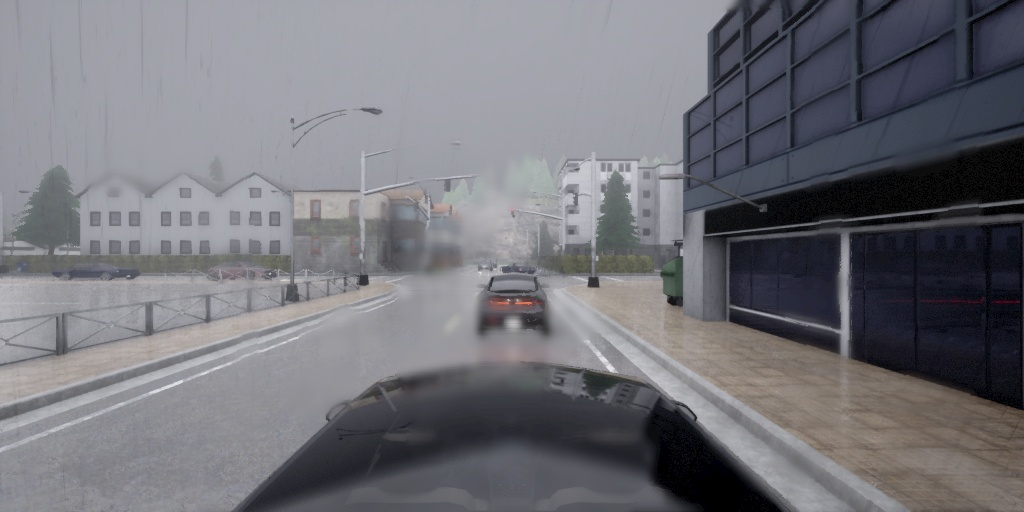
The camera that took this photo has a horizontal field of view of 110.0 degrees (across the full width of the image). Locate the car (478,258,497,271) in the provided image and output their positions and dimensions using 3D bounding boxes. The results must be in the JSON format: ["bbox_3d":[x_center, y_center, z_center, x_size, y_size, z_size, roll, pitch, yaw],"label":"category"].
[{"bbox_3d":[-3.509,1.241,48.334,2.128,1.511,4.902,0,0,0],"label":"car"}]

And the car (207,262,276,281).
[{"bbox_3d":[-19.885,1.138,26.526,4.181,1.385,1.994,0,0,0],"label":"car"}]

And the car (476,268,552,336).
[{"bbox_3d":[0.069,1.255,10.365,1.837,1.490,4.892,0,0,1],"label":"car"}]

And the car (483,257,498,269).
[{"bbox_3d":[-3.483,1.102,58.358,2.097,1.767,4.553,0,0,0],"label":"car"}]

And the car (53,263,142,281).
[{"bbox_3d":[-30.587,1.174,26.576,4.718,1.301,1.895,0,0,0],"label":"car"}]

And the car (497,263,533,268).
[{"bbox_3d":[0.503,1.338,35.793,1.895,1.301,4.718,0,-1,-23],"label":"car"}]
